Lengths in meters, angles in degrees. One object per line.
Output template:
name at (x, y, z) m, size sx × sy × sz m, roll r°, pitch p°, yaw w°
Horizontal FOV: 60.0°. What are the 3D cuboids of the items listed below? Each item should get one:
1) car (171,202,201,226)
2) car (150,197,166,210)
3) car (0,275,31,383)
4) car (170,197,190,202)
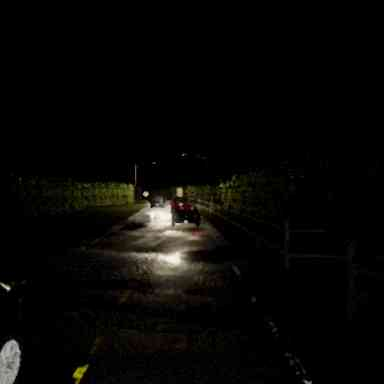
car at (-0.480, 1.593, 23.119) m, size 1.895 × 1.301 × 4.718 m, roll 0°, pitch 0°, yaw -3°
car at (-4.570, 1.442, 44.198) m, size 2.128 × 1.511 × 4.902 m, roll 0°, pitch 0°, yaw -4°
car at (-2.889, 1.505, 2.224) m, size 1.837 × 1.490 × 4.892 m, roll 0°, pitch 0°, yaw 0°
car at (-1.305, 1.347, 36.945) m, size 2.097 × 1.767 × 4.553 m, roll 0°, pitch 0°, yaw -4°
